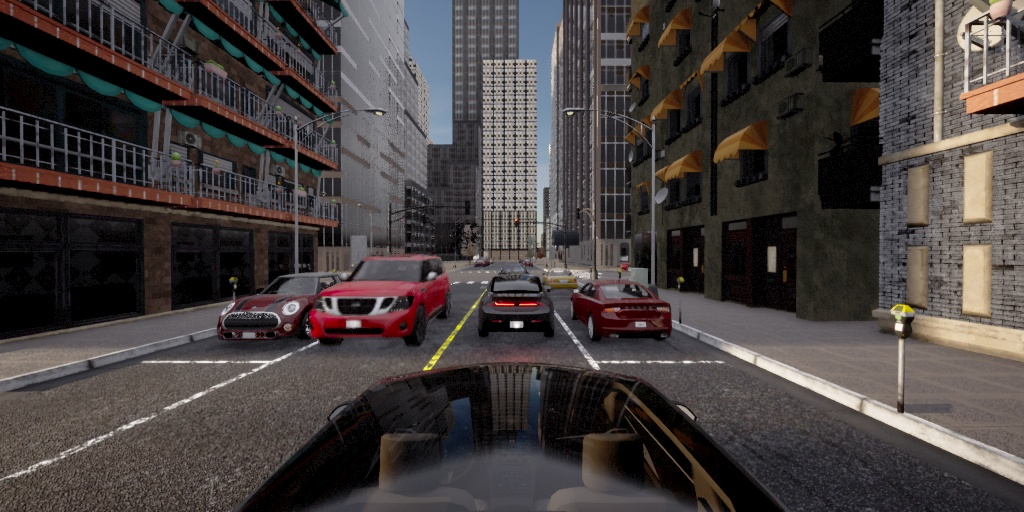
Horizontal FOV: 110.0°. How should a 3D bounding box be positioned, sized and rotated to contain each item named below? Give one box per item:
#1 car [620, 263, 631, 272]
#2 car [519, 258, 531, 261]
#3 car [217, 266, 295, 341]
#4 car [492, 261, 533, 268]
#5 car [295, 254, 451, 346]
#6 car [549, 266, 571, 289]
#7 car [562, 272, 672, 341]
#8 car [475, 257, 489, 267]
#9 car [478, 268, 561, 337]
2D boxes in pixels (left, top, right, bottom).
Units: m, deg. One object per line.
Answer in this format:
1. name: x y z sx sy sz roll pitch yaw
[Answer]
1. car: 14.297 1.005 39.899 4.507 1.381 1.888 0 0 0
2. car: 2.745 1.185 64.293 1.967 1.591 4.097 0 0 0
3. car: -5.685 1.188 9.742 1.967 1.591 4.097 0 0 0
4. car: 0.115 1.239 20.405 2.128 1.511 4.902 0 0 0
5. car: -3.083 0.970 9.750 2.150 2.045 5.566 0 0 0
6. car: 2.706 1.272 20.937 1.751 1.417 4.829 0 0 0
7. car: 2.697 1.294 9.720 1.888 1.381 4.507 0 0 0
8. car: -5.635 1.291 64.302 1.888 1.381 4.507 0 0 0
9. car: 0.107 1.253 10.272 1.837 1.490 4.892 0 0 0
